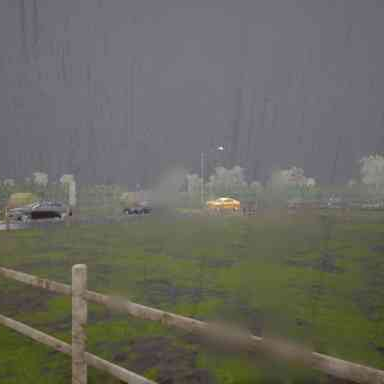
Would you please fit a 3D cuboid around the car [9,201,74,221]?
[{"bbox_3d":[-11.672,1.487,25.904,2.128,1.511,4.902,1,0,44],"label":"car"}]

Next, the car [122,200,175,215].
[{"bbox_3d":[-4.188,1.555,33.120,5.357,1.411,2.033,0,0,-43],"label":"car"}]

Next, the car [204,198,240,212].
[{"bbox_3d":[3.637,1.496,39.988,5.008,1.535,1.882,0,0,-40],"label":"car"}]

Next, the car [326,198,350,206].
[{"bbox_3d":[22.394,1.586,51.108,4.674,1.442,1.812,0,0,-36],"label":"car"}]

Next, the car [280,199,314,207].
[{"bbox_3d":[14.478,1.649,45.084,4.718,1.301,1.895,0,0,-37],"label":"car"}]

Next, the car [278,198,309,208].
[{"bbox_3d":[14.979,1.634,49.062,4.718,1.301,1.895,0,0,-37],"label":"car"}]
